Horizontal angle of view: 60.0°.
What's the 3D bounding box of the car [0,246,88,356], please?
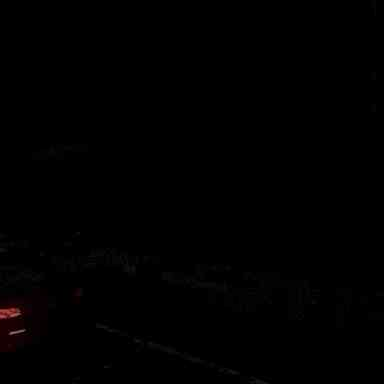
[{"bbox_3d":[-3.476,1.581,5.532,4.206,1.307,1.802,0,0,35],"label":"car"}]
